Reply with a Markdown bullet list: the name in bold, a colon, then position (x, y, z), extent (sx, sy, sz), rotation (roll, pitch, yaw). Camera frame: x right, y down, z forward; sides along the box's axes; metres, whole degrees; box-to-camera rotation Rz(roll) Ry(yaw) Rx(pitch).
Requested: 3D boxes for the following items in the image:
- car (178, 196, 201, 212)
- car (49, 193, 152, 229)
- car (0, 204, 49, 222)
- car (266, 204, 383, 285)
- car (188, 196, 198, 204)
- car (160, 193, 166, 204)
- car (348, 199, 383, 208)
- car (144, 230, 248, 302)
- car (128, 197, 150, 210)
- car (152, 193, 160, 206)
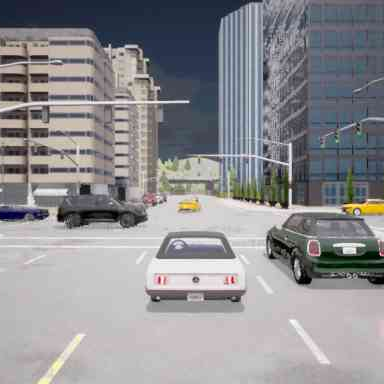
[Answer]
- **car**: position (-0.229, 1.457, 37.923), extent (1.882, 1.535, 5.008), rotation (0, -1, 11)
- **car**: position (-5.615, 1.206, 21.024), extent (5.566, 2.045, 2.150), rotation (0, 0, 1)
- **car**: position (-13.139, 1.545, 24.611), extent (4.718, 1.301, 1.895), rotation (0, 0, 1)
- **car**: position (3.593, 1.352, 9.691), extent (2.097, 1.767, 4.553), rotation (0, 0, 0)
- **car**: position (0.179, 1.547, 65.029), extent (2.033, 1.411, 5.357), rotation (0, 0, 0)
- **car**: position (-6.961, 1.221, 64.685), extent (2.150, 2.045, 5.566), rotation (0, 0, 2)
- **car**: position (16.856, 1.422, 31.570), extent (5.008, 1.535, 1.882), rotation (0, 0, 1)
- **car**: position (0.085, 1.601, 8.201), extent (1.895, 1.301, 4.718), rotation (0, 0, 0)
- **car**: position (-7.044, 1.491, 44.637), extent (2.128, 1.511, 4.902), rotation (0, 0, 0)
- **car**: position (-7.025, 1.222, 54.209), extent (2.150, 2.045, 5.566), rotation (0, 0, 0)
